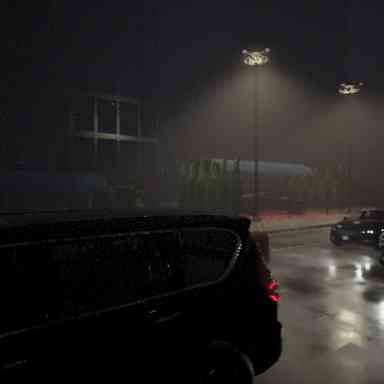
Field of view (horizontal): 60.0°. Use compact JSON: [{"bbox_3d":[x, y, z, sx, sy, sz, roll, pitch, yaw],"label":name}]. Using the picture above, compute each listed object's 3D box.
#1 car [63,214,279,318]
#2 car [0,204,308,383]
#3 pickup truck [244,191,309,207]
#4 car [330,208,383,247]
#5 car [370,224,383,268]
[{"bbox_3d":[-0.278,1.456,8.091,5.008,1.535,1.882,0,0,-36],"label":"car"},{"bbox_3d":[-1.618,1.222,2.836,5.566,2.045,2.150,0,0,-35],"label":"car"},{"bbox_3d":[6.985,0.949,29.261,6.274,2.098,2.390,0,0,-5],"label":"pickup truck"},{"bbox_3d":[7.685,1.423,13.762,4.902,1.511,2.128,0,0,-36],"label":"car"},{"bbox_3d":[7.027,1.549,8.993,4.718,1.301,1.895,0,0,-35],"label":"car"}]
